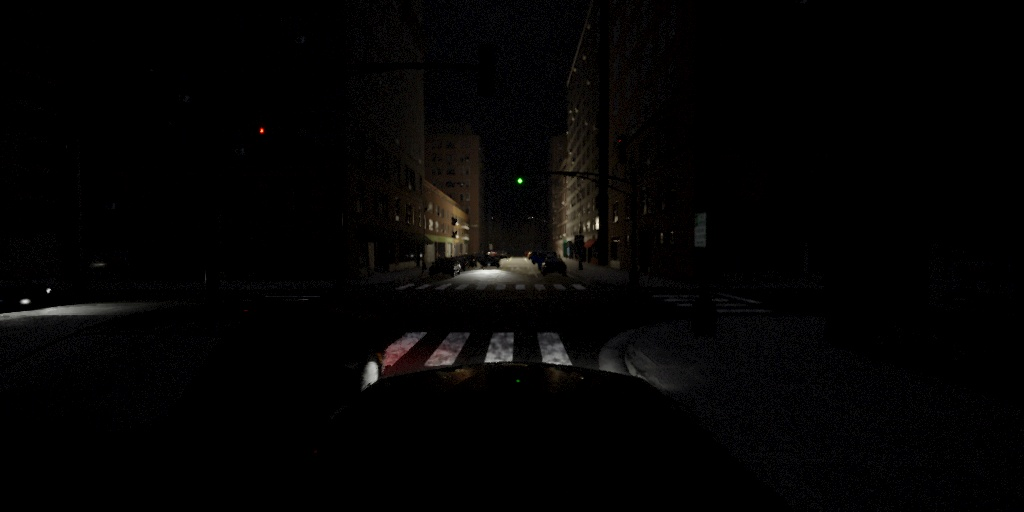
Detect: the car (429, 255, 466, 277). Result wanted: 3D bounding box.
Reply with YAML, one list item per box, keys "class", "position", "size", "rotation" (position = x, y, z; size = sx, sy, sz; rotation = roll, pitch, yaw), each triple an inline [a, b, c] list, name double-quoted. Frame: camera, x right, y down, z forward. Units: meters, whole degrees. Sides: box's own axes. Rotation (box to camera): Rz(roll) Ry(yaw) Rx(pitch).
- class: "car"
  position: [-4.952, 0.777, 27.094]
  size: [1.948, 1.339, 4.313]
  rotation: [0, 0, 1]

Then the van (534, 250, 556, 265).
- class: "van"
  position: [3.169, 0.427, 32.636]
  size: [1.690, 1.789, 3.998]
  rotation: [0, 0, 1]

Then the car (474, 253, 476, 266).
- class: "car"
  position: [-4.756, 0.532, 38.454]
  size: [1.948, 1.339, 4.313]
  rotation: [0, 0, 1]

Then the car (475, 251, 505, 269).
- class: "car"
  position: [-2.149, 0.499, 36.749]
  size: [2.128, 1.511, 4.902]
  rotation: [0, 1, 1]

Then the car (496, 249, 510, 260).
- class: "car"
  position: [-1.686, -0.140, 63.467]
  size: [1.837, 1.490, 4.892]
  rotation: [0, 1, 1]

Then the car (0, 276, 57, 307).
- class: "car"
  position: [-19.055, 1.156, 12.138]
  size: [5.357, 1.411, 2.033]
  rotation: [0, 1, 1]

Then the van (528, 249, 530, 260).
- class: "van"
  position: [3.463, 0.057, 49.677]
  size: [1.690, 1.789, 3.998]
  rotation: [0, 0, 1]

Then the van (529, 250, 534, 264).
- class: "van"
  position: [3.365, 0.181, 43.996]
  size: [1.690, 1.789, 3.998]
  rotation: [0, 0, 1]

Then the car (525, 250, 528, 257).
- class: "car"
  position: [3.659, 0.051, 61.037]
  size: [1.802, 1.307, 4.207]
  rotation: [0, 0, 1]

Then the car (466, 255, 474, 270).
- class: "car"
  position: [-4.854, 0.671, 32.774]
  size: [1.802, 1.307, 4.207]
  rotation: [0, 0, 1]

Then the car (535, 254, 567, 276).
- class: "car"
  position: [3.071, 0.759, 26.956]
  size: [2.007, 1.370, 4.403]
  rotation: [0, 0, 1]

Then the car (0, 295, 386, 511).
- class: "car"
  position: [-2.730, 1.204, 3.039]
  size: [1.882, 1.535, 5.008]
  rotation: [0, 1, 1]
